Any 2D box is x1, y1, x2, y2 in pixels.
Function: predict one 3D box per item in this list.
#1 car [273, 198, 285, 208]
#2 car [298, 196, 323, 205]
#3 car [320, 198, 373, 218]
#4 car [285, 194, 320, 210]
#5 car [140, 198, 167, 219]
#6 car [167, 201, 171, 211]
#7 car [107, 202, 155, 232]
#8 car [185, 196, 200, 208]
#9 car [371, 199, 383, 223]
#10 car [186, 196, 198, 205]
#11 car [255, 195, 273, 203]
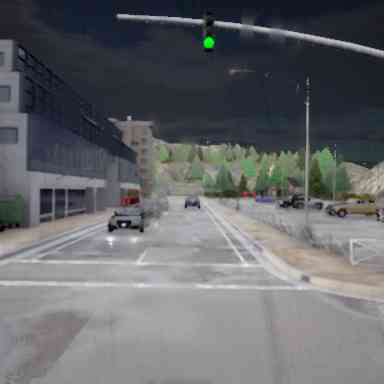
[{"bbox_3d":[13.716,1.211,44.195,4.605,1.855,1.932,1,0,0],"label":"car"},{"bbox_3d":[21.250,1.530,59.810,3.806,1.475,1.970,1,0,0],"label":"car"},{"bbox_3d":[14.147,1.339,28.496,5.027,1.636,2.152,1,0,0],"label":"car"},{"bbox_3d":[14.132,1.208,41.290,3.866,1.878,1.905,1,0,0],"label":"car"},{"bbox_3d":[-3.613,1.292,28.267,2.097,1.767,4.553,1,0,0],"label":"car"},{"bbox_3d":[-3.610,1.423,38.389,1.812,1.442,4.674,1,0,0],"label":"car"},{"bbox_3d":[-3.606,1.540,19.653,1.994,1.385,4.181,1,0,0],"label":"car"},{"bbox_3d":[0.064,1.267,45.607,2.097,1.767,4.553,1,0,0],"label":"car"},{"bbox_3d":[14.478,1.449,22.080,3.806,1.475,1.970,1,0,0],"label":"car"},{"bbox_3d":[0.030,1.412,57.384,2.033,1.411,5.357,1,0,0],"label":"car"},{"bbox_3d":[13.827,1.410,62.780,3.633,1.501,1.845,1,0,0],"label":"car"}]
